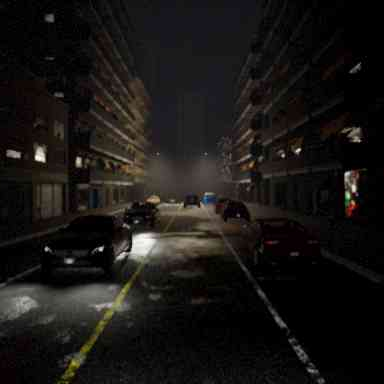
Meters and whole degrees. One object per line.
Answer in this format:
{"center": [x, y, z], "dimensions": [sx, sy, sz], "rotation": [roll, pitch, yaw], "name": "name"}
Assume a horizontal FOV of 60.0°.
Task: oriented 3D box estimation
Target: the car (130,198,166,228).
{"center": [-3.060, 1.363, 20.980], "dimensions": [2.128, 1.511, 4.902], "rotation": [0, 0, 0], "name": "car"}

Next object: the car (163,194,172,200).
{"center": [-5.696, 1.097, 77.228], "dimensions": [1.887, 1.381, 4.507], "rotation": [0, 0, 0], "name": "car"}

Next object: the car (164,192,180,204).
{"center": [-3.067, 1.207, 53.995], "dimensions": [1.812, 1.442, 4.674], "rotation": [0, 0, 0], "name": "car"}

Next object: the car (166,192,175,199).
{"center": [-5.697, 0.933, 88.274], "dimensions": [1.967, 1.590, 4.097], "rotation": [-1, 0, 0], "name": "car"}

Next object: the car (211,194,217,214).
{"center": [3.141, 1.285, 31.930], "dimensions": [1.882, 1.535, 5.008], "rotation": [0, 0, 0], "name": "car"}

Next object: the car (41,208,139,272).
{"center": [-3.087, 1.460, 10.709], "dimensions": [1.812, 1.442, 4.674], "rotation": [0, 0, 0], "name": "car"}

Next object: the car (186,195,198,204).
{"center": [0.010, 1.243, 55.507], "dimensions": [1.994, 1.385, 4.181], "rotation": [0, 0, 0], "name": "car"}

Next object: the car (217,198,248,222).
{"center": [3.150, 1.374, 24.931], "dimensions": [1.812, 1.442, 4.674], "rotation": [0, 0, 0], "name": "car"}

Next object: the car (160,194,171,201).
{"center": [-5.696, 1.127, 71.704], "dimensions": [1.887, 1.381, 4.507], "rotation": [0, 0, 0], "name": "car"}

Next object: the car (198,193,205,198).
{"center": [2.686, 1.015, 93.784], "dimensions": [2.008, 1.369, 4.403], "rotation": [-1, 0, 0], "name": "car"}

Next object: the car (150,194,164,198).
{"center": [-5.697, 1.232, 49.441], "dimensions": [1.752, 1.417, 4.829], "rotation": [0, 0, 0], "name": "car"}

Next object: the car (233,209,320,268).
{"center": [2.684, 1.477, 10.934], "dimensions": [1.887, 1.381, 4.507], "rotation": [0, 0, 0], "name": "car"}

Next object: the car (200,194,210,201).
{"center": [2.685, 1.134, 71.690], "dimensions": [2.008, 1.369, 4.403], "rotation": [-1, 0, 0], "name": "car"}

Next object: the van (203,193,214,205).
{"center": [2.683, 1.047, 49.597], "dimensions": [1.690, 1.788, 3.998], "rotation": [-1, 0, 0], "name": "van"}

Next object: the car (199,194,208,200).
{"center": [2.685, 1.103, 77.214], "dimensions": [2.008, 1.369, 4.403], "rotation": [-1, 0, 0], "name": "car"}

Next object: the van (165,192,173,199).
{"center": [-5.698, 0.864, 82.750], "dimensions": [1.690, 1.788, 3.998], "rotation": [-1, 0, 0], "name": "van"}

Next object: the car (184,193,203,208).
{"center": [0.033, 1.098, 44.022], "dimensions": [2.097, 1.767, 4.553], "rotation": [0, 0, 0], "name": "car"}

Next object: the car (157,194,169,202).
{"center": [-5.695, 1.179, 66.180], "dimensions": [1.947, 1.339, 4.313], "rotation": [0, 0, 0], "name": "car"}
